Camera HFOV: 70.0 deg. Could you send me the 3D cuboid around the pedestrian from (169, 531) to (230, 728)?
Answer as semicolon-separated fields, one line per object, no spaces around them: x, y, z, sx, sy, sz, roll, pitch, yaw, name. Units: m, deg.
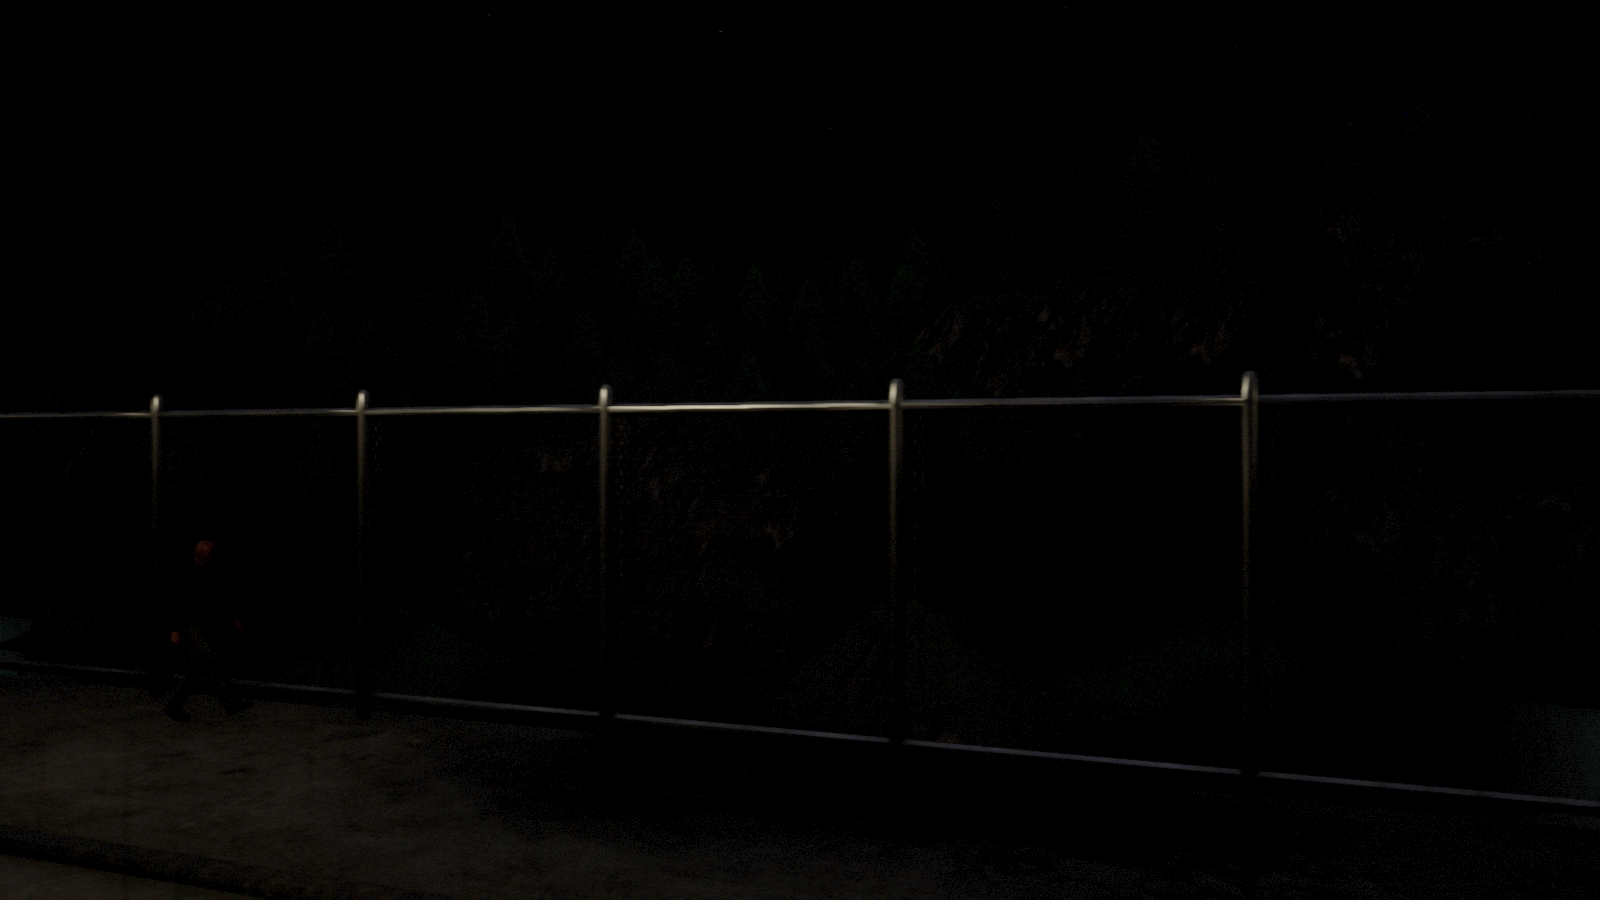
-5.886;1.737;11.203;0.375;1.860;0.375;0;0;14;pedestrian
